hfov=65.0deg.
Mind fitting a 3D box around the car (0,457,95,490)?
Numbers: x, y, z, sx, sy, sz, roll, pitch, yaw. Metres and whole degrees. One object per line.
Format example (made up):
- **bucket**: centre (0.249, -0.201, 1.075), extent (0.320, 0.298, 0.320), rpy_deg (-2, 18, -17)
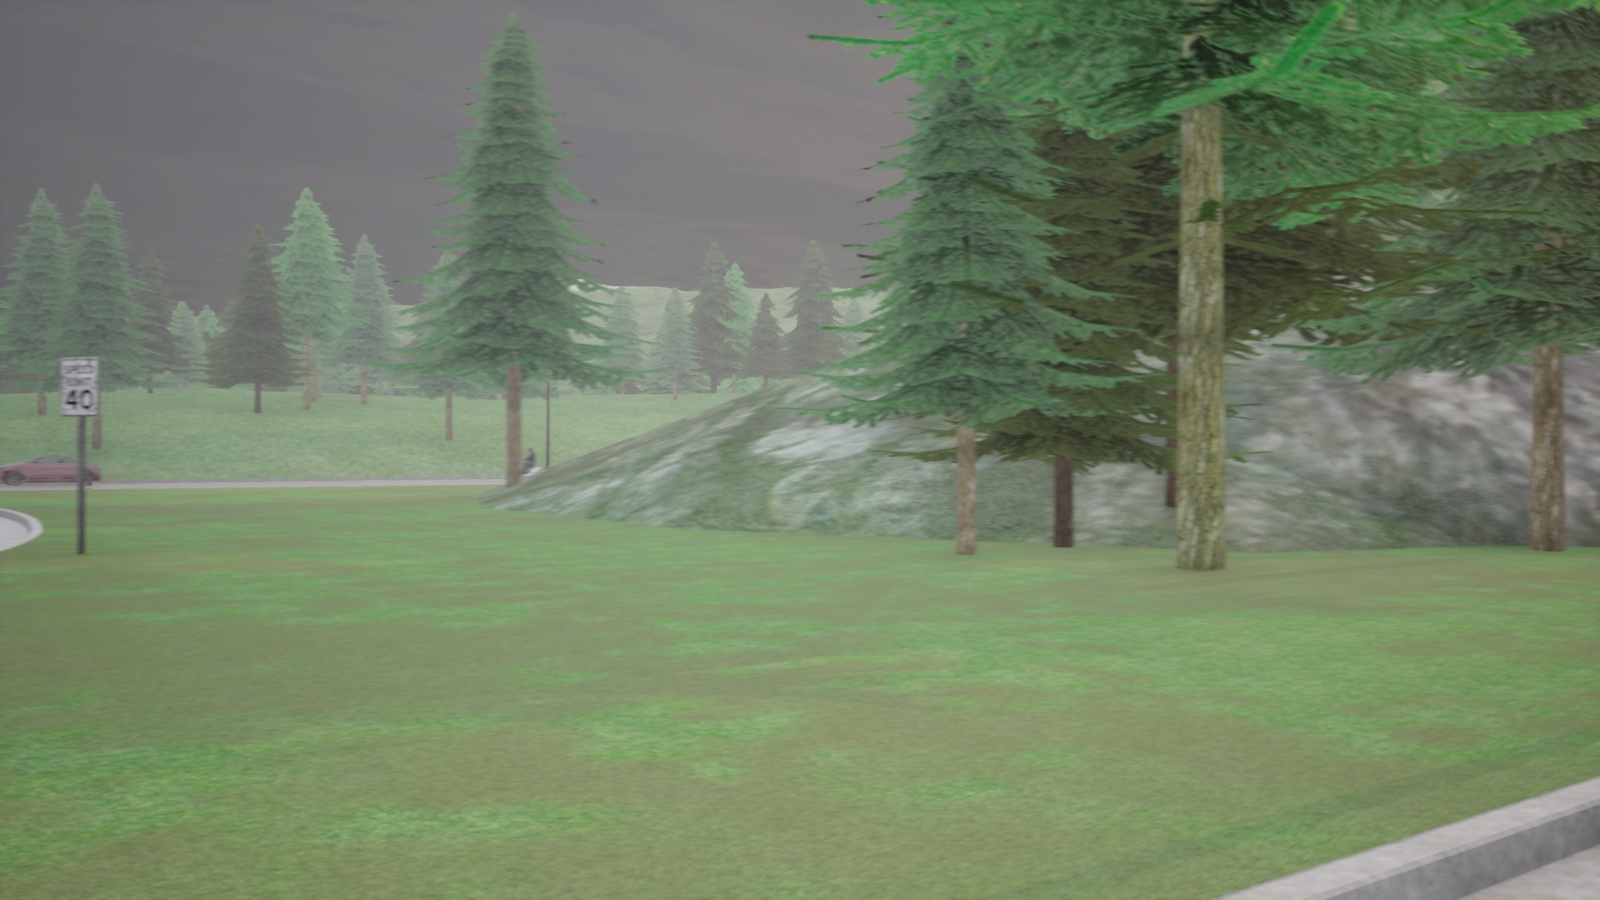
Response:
- **car**: centre (-33.189, 1.013, 54.657), extent (4.181, 1.385, 1.994), rpy_deg (0, 0, -35)
